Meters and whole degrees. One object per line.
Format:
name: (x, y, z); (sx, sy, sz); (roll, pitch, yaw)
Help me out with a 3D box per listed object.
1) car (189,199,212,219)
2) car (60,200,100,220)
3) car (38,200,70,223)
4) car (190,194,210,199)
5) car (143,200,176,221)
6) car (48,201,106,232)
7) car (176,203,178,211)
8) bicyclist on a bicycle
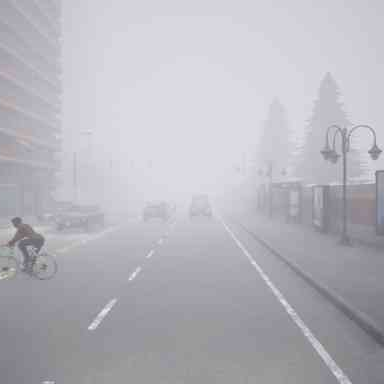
car: (0.734, 1.601, 29.287); (1.895, 1.301, 4.718); (0, 0, 1)
car: (-9.914, 1.583, 29.819); (1.994, 1.385, 4.181); (0, 2, 2)
car: (-9.953, 1.433, 25.400); (2.128, 1.511, 4.902); (0, 3, 1)
car: (0.973, 1.221, 39.365); (2.150, 2.045, 5.566); (0, 0, 1)
car: (-2.806, 1.491, 27.261); (2.128, 1.511, 4.902); (0, 0, 1)
car: (-6.657, 1.506, 20.393); (1.837, 1.490, 4.892); (0, 0, 1)
car: (-2.599, 1.601, 37.386); (1.895, 1.301, 4.718); (0, 0, 2)
bicyclist on a bicycle: (-4.231, 1.455, 8.384); (1.656, 1.620, 0.582); (-2, 0, 1)
